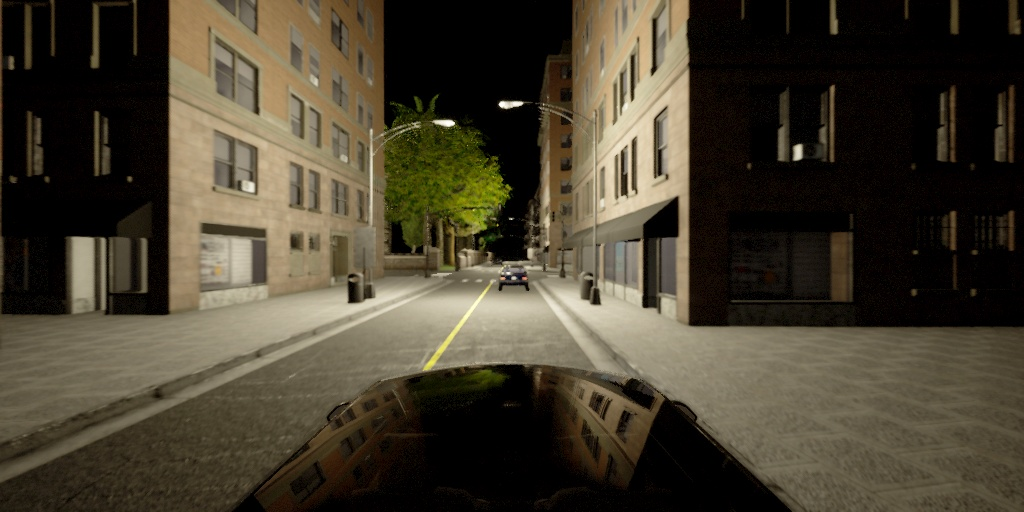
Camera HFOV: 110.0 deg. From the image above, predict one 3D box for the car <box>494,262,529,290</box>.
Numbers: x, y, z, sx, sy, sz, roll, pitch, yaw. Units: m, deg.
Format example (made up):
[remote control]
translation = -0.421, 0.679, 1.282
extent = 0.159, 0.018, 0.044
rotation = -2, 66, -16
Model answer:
[car]
translation = 0.108, 1.281, 22.335
extent = 2.033, 1.411, 5.357
rotation = 0, 0, 0
